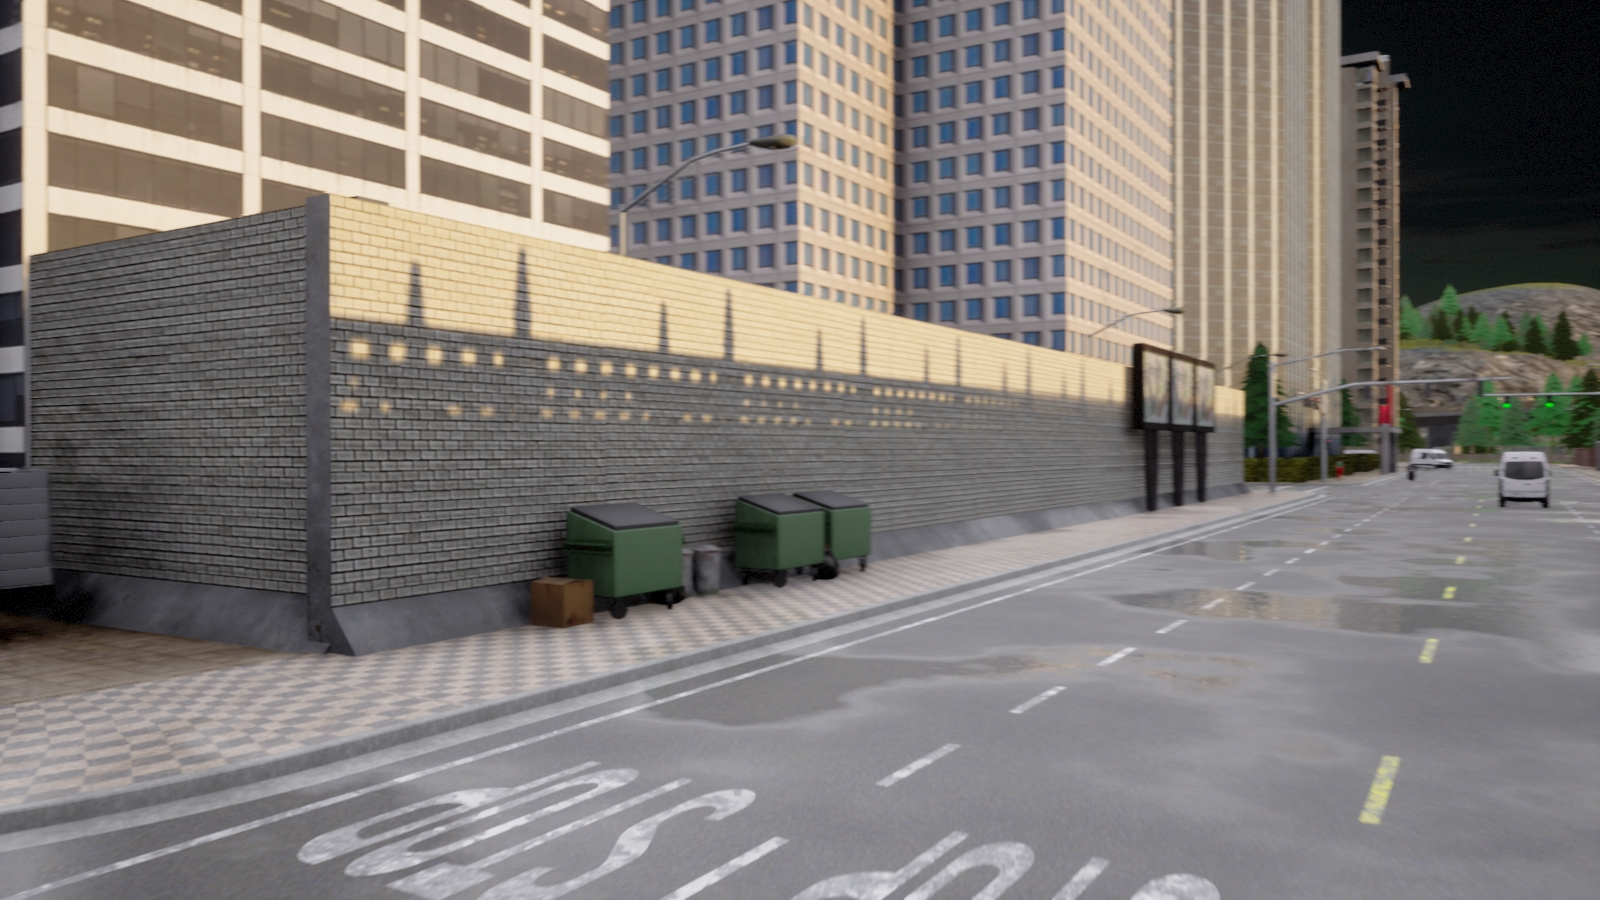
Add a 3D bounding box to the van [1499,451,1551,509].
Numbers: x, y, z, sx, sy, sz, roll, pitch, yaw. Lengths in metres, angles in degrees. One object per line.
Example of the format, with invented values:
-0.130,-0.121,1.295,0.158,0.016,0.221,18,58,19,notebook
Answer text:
34.304,1.345,54.189,1.988,2.561,5.915,0,0,31,van
